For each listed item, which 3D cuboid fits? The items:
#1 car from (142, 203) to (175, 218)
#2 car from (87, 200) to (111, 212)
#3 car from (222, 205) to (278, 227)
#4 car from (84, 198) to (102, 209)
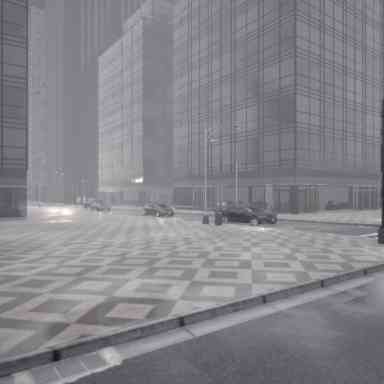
[{"bbox_3d":[-3.768,1.967,36.408,1.837,1.490,4.892,0,1,-36],"label":"car"},{"bbox_3d":[-14.008,2.303,50.696,1.812,1.442,4.674,0,-1,-36],"label":"car"},{"bbox_3d":[4.220,1.736,25.386,1.882,1.535,5.008,0,-1,-36],"label":"car"},{"bbox_3d":[-18.271,2.148,61.882,2.150,2.045,5.566,0,-1,-37],"label":"car"}]
